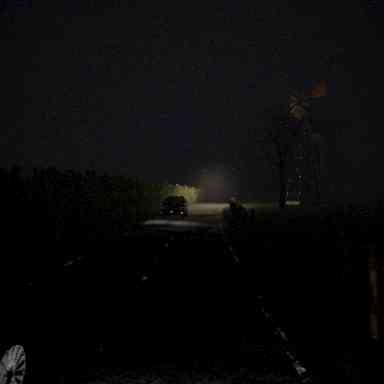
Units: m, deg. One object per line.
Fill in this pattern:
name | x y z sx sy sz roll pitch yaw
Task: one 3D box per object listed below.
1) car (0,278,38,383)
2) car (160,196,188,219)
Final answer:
car | -2.794 1.503 2.081 2.128 1.511 4.902 0 0 1
car | -1.612 1.444 32.117 2.150 2.045 5.566 0 -1 4
